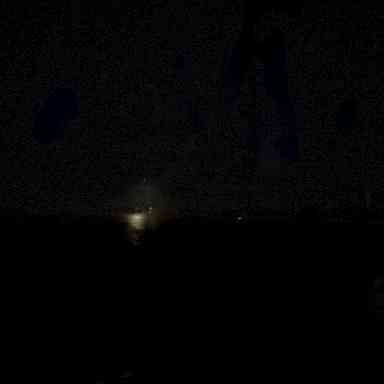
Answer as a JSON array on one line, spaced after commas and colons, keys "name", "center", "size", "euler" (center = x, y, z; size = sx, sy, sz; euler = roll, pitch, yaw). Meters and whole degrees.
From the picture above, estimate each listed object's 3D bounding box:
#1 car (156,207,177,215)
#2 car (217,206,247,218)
[{"name": "car", "center": [-4.604, 3.387, 60.010], "size": [1.882, 1.535, 5.008], "euler": [1, -3, -35]}, {"name": "car", "center": [5.450, 2.759, 45.734], "size": [1.837, 1.490, 4.892], "euler": [1, -3, -35]}]
